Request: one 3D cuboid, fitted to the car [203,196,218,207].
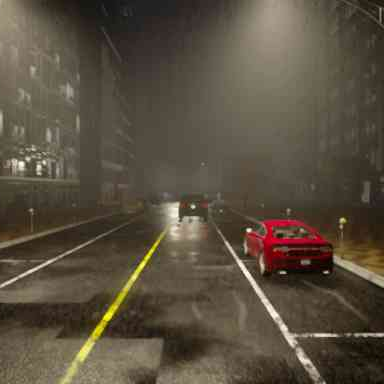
[{"bbox_3d":[2.664,1.393,49.571,2.008,1.369,4.403,-1,0,0],"label":"car"}]

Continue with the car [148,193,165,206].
[{"bbox_3d":[-5.719,1.157,49.544,2.192,1.841,5.009,-1,0,0],"label":"car"}]

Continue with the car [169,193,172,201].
[{"bbox_3d":[-5.724,1.099,66.468,2.192,1.841,5.009,-1,0,0],"label":"car"}]

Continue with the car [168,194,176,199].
[{"bbox_3d":[-5.732,1.227,94.676,1.887,1.381,4.507,-1,0,0],"label":"car"}]

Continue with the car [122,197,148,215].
[{"bbox_3d":[-5.711,1.425,32.451,1.752,1.417,4.829,-1,0,0],"label":"car"}]

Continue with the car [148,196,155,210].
[{"bbox_3d":[-5.712,1.462,38.262,1.802,1.307,4.206,-1,0,0],"label":"car"}]

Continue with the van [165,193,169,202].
[{"bbox_3d":[-5.722,1.145,60.827,1.690,1.788,3.998,-1,0,0],"label":"van"}]

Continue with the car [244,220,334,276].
[{"bbox_3d":[2.678,1.514,10.072,1.887,1.381,4.507,-1,0,0],"label":"car"}]

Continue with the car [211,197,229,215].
[{"bbox_3d":[2.670,1.449,32.643,2.008,1.369,4.403,-1,0,0],"label":"car"}]

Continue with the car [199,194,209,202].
[{"bbox_3d":[2.655,1.205,72.142,1.967,1.590,4.097,-1,0,0],"label":"car"}]

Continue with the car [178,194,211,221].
[{"bbox_3d":[0.089,1.143,26.135,2.150,2.045,5.566,0,0,0],"label":"car"}]

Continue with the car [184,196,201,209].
[{"bbox_3d":[0.085,1.352,44.084,2.128,1.511,4.902,0,0,0],"label":"car"}]

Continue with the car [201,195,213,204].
[{"bbox_3d":[2.660,1.354,60.857,2.008,1.369,4.403,-1,0,0],"label":"car"}]
